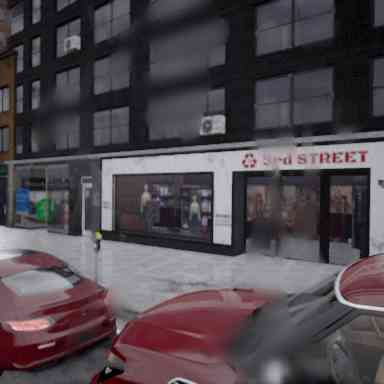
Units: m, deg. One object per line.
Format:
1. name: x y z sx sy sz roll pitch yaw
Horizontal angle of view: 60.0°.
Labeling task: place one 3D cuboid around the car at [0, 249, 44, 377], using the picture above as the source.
1. car: -2.965 1.572 5.176 4.206 1.307 1.802 0 1 35

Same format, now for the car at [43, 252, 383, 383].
1. car: 1.589 1.315 1.941 5.009 1.841 2.192 0 1 35
